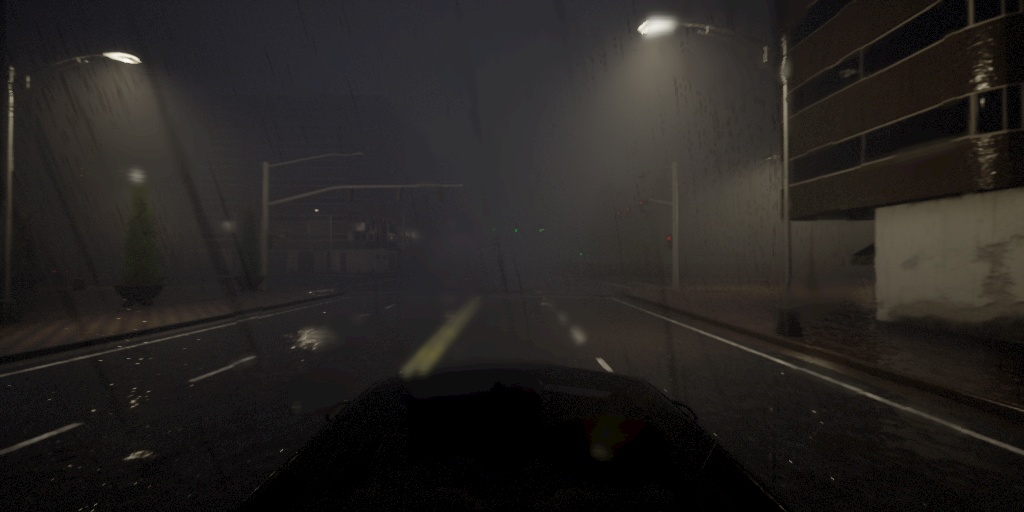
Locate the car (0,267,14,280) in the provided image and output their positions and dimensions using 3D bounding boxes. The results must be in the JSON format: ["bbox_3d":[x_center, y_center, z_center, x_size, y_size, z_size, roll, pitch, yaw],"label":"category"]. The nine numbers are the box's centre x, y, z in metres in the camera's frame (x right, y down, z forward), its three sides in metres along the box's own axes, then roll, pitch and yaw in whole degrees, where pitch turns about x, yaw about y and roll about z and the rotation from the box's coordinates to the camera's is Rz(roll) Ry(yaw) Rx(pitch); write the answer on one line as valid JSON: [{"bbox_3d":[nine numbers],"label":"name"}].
[{"bbox_3d":[-47.321,1.442,32.026,4.553,1.767,2.097,0,-1,1],"label":"car"}]

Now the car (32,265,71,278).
[{"bbox_3d":[-51.669,1.731,39.157,5.357,1.411,2.033,0,-1,1],"label":"car"}]
